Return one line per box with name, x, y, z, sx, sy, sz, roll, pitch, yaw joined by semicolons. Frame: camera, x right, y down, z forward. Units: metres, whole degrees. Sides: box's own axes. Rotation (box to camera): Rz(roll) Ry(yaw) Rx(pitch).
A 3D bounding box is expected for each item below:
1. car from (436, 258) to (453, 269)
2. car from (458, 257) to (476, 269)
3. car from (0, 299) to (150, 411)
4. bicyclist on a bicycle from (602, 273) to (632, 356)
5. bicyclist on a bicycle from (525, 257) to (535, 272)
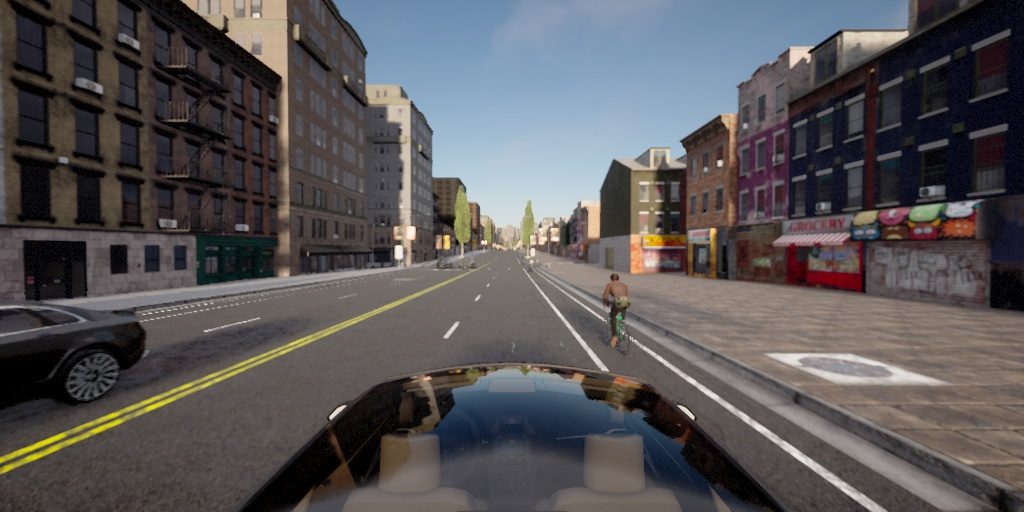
car;-9.745;1.110;51.853;1.837;1.490;4.892;0;0;0
car;-6.496;0.957;51.907;2.097;1.767;4.553;0;0;0
car;-6.601;1.243;3.497;2.128;1.511;4.902;0;0;0
bicyclist on a bicycle;2.255;1.206;7.718;0.582;1.620;1.656;0;0;0
bicyclist on a bicycle;2.259;1.078;41.816;0.866;1.612;1.509;0;0;0
